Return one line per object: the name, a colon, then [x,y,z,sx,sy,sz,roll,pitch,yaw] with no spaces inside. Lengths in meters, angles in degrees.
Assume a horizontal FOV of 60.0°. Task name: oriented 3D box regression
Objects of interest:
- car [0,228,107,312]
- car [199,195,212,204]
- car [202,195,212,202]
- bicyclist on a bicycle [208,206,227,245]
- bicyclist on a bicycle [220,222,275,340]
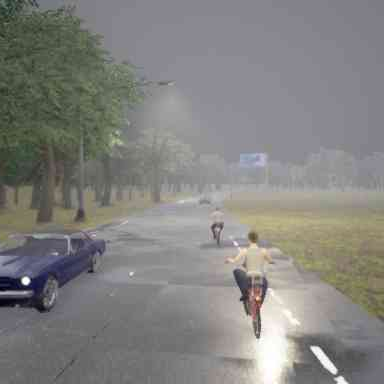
car: [-3.535,1.596,7.823,1.895,1.301,4.718,0,0,1]
car: [2.329,1.487,59.305,1.895,1.301,4.718,0,0,4]
car: [3.401,1.359,73.932,1.994,1.385,4.181,0,0,5]
bicyclist on a bicycle: [1.122,1.431,14.538,0.866,1.612,1.509,0,0,1]
bicyclist on a bicycle: [1.000,1.432,5.564,0.866,1.612,1.509,0,1,1]
